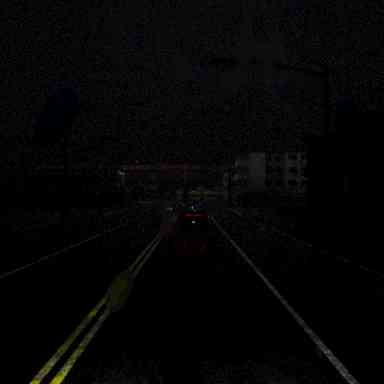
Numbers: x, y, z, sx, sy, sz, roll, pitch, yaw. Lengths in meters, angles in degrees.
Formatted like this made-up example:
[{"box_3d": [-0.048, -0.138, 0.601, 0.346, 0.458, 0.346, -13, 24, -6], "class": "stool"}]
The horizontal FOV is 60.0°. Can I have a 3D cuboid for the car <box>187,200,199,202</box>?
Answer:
[{"box_3d": [0.098, 1.722, 38.658, 2.097, 1.767, 4.553, 0, -1, 0], "class": "car"}]

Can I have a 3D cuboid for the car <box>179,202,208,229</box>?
[{"box_3d": [0.102, 1.712, 23.359, 2.128, 1.511, 4.902, 0, -1, 0], "class": "car"}]

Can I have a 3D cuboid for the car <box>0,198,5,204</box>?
[{"box_3d": [-45.105, 2.189, 81.680, 5.027, 1.636, 2.152, 0, -1, -1], "class": "car"}]
